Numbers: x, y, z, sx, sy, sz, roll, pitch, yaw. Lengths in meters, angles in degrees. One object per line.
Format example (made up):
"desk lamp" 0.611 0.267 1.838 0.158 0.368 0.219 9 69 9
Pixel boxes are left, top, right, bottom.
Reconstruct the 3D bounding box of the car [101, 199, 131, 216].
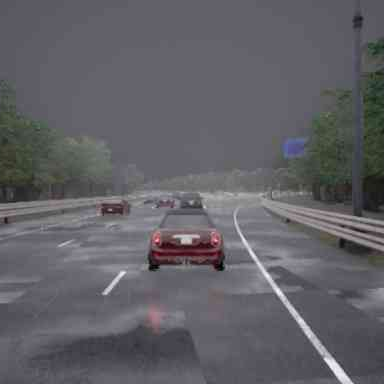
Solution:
"car" -6.972 1.352 30.929 1.882 1.535 5.008 0 0 0

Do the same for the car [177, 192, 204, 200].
"car" -0.048 1.087 32.809 2.150 2.045 5.566 0 0 0

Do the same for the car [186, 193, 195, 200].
"car" -0.458 1.091 86.431 2.097 1.767 4.553 0 0 -2

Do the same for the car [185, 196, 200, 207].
"car" 0.066 1.336 49.701 2.033 1.411 5.357 0 0 0

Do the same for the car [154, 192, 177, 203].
"car" -3.373 1.164 43.601 2.097 1.767 4.553 0 0 0

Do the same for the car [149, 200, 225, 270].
"car" -0.152 1.315 10.986 2.097 1.767 4.553 0 0 0

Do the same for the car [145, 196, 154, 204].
"car" -6.764 1.318 56.230 2.033 1.411 5.357 0 0 0

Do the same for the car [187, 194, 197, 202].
"car" -0.068 1.264 72.578 2.128 1.511 4.902 0 0 -1

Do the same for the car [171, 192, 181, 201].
"car" -3.627 0.966 75.471 2.150 2.045 5.566 0 0 -2
